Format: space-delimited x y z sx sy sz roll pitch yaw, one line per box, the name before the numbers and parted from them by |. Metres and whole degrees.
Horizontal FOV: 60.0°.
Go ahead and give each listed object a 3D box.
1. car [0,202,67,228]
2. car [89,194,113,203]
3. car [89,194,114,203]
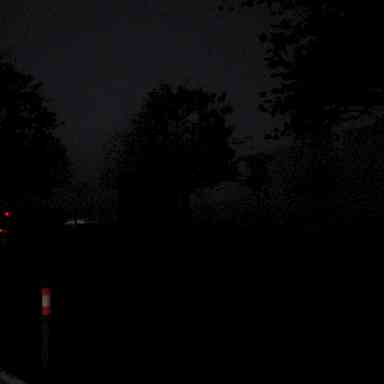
car | -10.843 1.428 22.653 2.097 1.767 4.553 0 0 34
car | -22.915 1.631 83.601 5.566 2.045 2.435 0 -1 -17
car | -21.303 1.517 78.383 5.566 2.045 2.435 0 -1 -17
